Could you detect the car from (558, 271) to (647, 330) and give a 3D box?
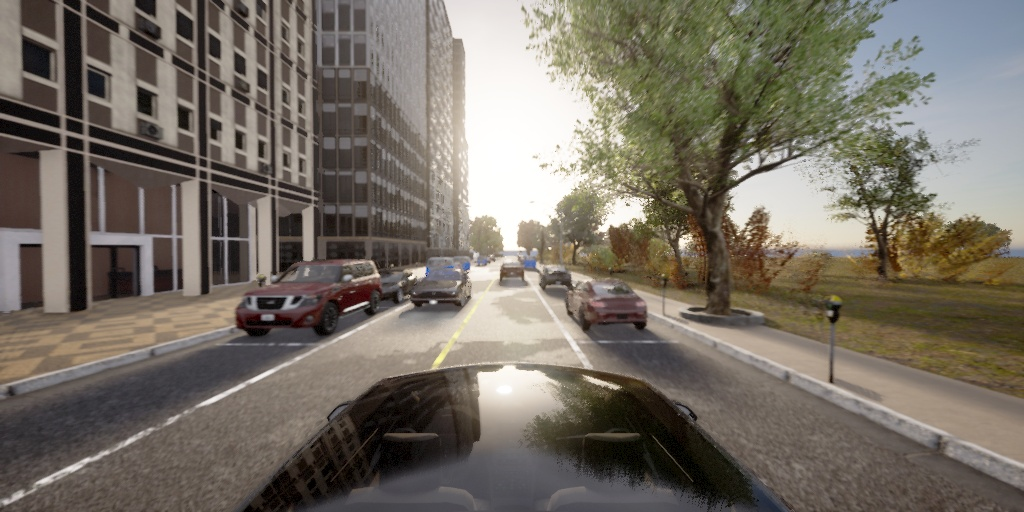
[{"bbox_3d":[2.645,1.290,10.655,1.802,1.307,4.207,0,0,0],"label":"car"}]

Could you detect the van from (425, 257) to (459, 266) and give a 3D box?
[{"bbox_3d":[-5.363,0.988,27.121,1.690,1.789,3.998,0,0,0],"label":"van"}]

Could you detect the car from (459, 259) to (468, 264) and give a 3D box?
[{"bbox_3d":[-5.374,1.206,32.668,1.802,1.307,4.207,0,0,0],"label":"car"}]

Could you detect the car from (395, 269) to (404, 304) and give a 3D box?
[{"bbox_3d":[-5.388,1.261,16.026,1.948,1.339,4.313,0,0,0],"label":"car"}]

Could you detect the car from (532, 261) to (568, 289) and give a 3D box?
[{"bbox_3d":[2.530,1.211,21.736,2.007,1.370,4.403,0,0,0],"label":"car"}]

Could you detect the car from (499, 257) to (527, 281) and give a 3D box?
[{"bbox_3d":[0.014,1.113,28.519,1.882,1.535,5.008,0,0,0],"label":"car"}]

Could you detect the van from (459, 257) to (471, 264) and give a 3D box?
[{"bbox_3d":[-5.386,0.941,38.216,1.690,1.789,3.998,0,0,0],"label":"van"}]

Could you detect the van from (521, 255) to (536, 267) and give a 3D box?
[{"bbox_3d":[2.472,0.883,49.442,1.690,1.789,3.998,0,0,0],"label":"van"}]

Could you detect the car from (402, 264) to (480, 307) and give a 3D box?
[{"bbox_3d":[-2.775,1.242,15.335,2.033,1.411,5.357,0,0,0],"label":"car"}]

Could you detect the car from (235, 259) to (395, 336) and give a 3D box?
[{"bbox_3d":[-5.423,1.033,10.479,2.192,1.841,5.009,0,0,0],"label":"car"}]
